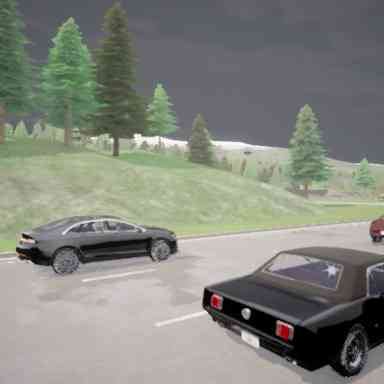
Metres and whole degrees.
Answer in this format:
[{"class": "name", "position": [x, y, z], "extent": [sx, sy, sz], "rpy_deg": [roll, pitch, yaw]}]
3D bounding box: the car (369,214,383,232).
[{"class": "car", "position": [9.672, 1.492, 14.731], "extent": [4.674, 1.442, 1.812], "rpy_deg": [0, 0, -35]}]

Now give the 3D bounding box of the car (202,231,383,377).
[{"class": "car", "position": [2.568, 1.588, 5.524], "extent": [4.718, 1.301, 1.895], "rpy_deg": [0, 0, -35]}]

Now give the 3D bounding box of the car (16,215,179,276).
[{"class": "car", "position": [-2.711, 1.471, 10.363], "extent": [4.902, 1.511, 2.128], "rpy_deg": [0, 0, -35]}]
